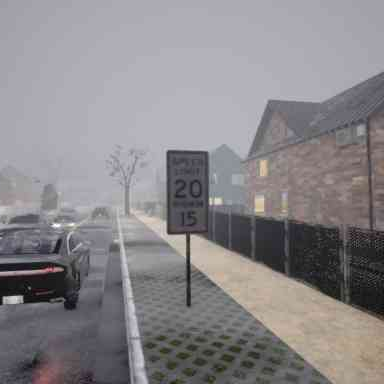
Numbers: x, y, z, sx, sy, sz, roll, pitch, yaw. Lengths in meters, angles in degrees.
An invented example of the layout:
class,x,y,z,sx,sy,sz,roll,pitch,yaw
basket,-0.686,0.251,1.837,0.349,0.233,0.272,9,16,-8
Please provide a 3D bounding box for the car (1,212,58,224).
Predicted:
class,x,y,z,sx,sy,sz,roll,pitch,yaw
car,-8.668,1.843,17.627,1.837,1.490,4.892,0,0,-13

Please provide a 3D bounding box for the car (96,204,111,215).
class,x,y,z,sx,sy,sz,roll,pitch,yaw
car,-12.663,2.457,47.760,1.882,1.535,5.008,0,-1,-13

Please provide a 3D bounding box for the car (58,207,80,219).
class,x,y,z,sx,sy,sz,roll,pitch,yaw
car,-11.972,2.192,32.095,2.033,1.411,5.357,0,-1,-13

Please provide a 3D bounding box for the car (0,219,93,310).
class,x,y,z,sx,sy,sz,roll,pitch,yaw
car,-3.509,1.626,7.893,2.128,1.511,4.902,0,-1,-13

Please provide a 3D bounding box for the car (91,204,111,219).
class,x,y,z,sx,sy,sz,roll,pitch,yaw
car,-10.315,2.260,37.740,1.837,1.490,4.892,0,-1,-13
